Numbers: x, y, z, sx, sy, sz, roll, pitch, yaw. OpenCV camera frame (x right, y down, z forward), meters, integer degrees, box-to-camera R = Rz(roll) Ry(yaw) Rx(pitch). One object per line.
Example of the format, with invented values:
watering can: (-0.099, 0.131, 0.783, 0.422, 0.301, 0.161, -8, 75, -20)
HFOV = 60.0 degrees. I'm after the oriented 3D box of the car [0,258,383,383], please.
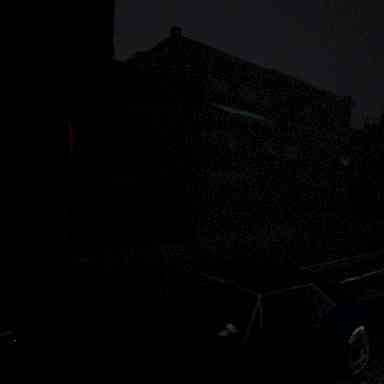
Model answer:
car: (0.403, 1.599, 3.980, 4.718, 1.301, 1.895, 0, 0, -36)
